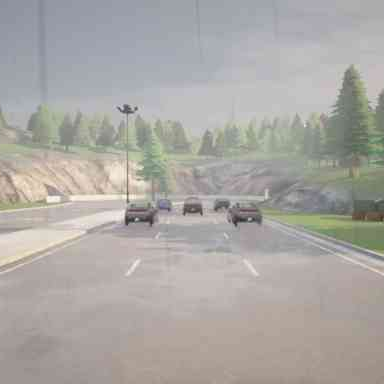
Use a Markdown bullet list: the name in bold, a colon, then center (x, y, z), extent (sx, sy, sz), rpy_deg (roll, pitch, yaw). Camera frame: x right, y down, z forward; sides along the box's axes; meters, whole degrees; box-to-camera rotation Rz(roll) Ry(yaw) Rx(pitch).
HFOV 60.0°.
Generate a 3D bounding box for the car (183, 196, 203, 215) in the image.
- **car**: center (0.089, 1.478, 33.690), extent (1.882, 1.535, 5.008), rpy_deg (0, 0, 0)

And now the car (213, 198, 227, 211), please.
- **car**: center (3.623, 1.504, 40.470), extent (1.837, 1.490, 4.892), rpy_deg (0, 0, 0)

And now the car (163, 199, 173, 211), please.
- **car**: center (-3.386, 1.547, 39.853), extent (2.033, 1.411, 5.357), rpy_deg (0, 0, 0)

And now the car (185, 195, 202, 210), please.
- **car**: center (0.148, 1.352, 43.129), extent (2.097, 1.767, 4.553), rpy_deg (0, 0, 0)

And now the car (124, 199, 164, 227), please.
- **car**: center (-3.400, 1.491, 23.021), extent (2.128, 1.511, 4.902), rpy_deg (0, 0, 0)

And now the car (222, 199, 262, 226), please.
- **car**: center (3.600, 1.491, 23.133), extent (2.128, 1.511, 4.902), rpy_deg (0, 0, 0)
